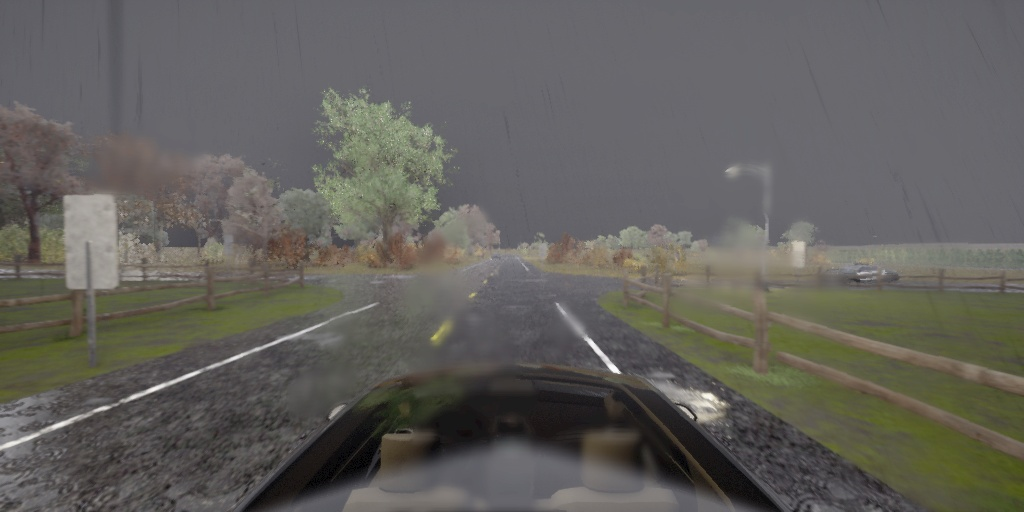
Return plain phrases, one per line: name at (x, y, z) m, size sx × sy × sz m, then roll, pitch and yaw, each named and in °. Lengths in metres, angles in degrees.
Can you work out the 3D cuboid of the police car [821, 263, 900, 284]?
police car at (26.044, 1.346, 27.141) m, size 4.974 × 1.542 × 2.038 m, roll 1°, pitch 2°, yaw -1°
